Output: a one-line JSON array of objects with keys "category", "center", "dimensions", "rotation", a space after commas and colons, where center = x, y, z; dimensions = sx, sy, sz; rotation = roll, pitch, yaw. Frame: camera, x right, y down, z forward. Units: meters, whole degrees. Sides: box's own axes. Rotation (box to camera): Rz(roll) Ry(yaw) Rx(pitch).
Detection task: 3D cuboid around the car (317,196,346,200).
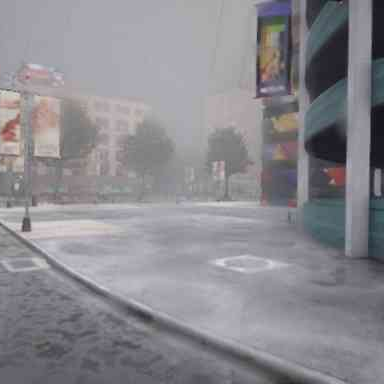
[{"category": "car", "center": [16.808, 1.154, 40.197], "dimensions": [4.674, 1.452, 2.002], "rotation": [0, 1, -36]}]
